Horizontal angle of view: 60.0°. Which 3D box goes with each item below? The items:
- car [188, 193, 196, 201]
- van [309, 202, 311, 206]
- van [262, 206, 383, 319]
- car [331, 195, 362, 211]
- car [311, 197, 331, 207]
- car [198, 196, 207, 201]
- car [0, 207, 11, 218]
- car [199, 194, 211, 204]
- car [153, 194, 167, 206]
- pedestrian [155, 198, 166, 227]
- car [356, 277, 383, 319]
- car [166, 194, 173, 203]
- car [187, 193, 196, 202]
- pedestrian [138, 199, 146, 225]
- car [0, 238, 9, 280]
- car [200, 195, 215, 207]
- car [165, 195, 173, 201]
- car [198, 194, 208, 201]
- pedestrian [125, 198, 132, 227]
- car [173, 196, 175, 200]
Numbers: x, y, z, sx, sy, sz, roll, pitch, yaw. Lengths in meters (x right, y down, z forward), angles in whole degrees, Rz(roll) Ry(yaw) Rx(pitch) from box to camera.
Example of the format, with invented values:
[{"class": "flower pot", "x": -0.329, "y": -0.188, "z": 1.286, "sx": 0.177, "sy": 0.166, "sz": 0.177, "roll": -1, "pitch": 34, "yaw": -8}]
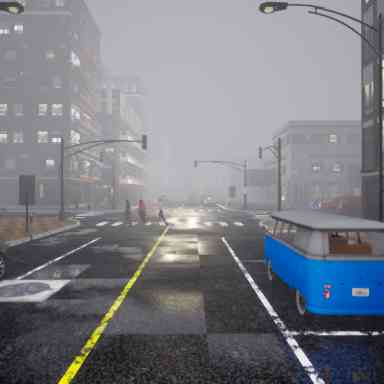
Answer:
[{"class": "car", "x": -0.054, "y": 1.209, "z": 88.711, "sx": 2.150, "sy": 2.045, "sz": 5.566, "roll": 0, "pitch": 0, "yaw": 0}, {"class": "van", "x": 14.877, "y": 1.424, "z": 36.365, "sx": 3.998, "sy": 1.788, "sz": 1.690, "roll": 0, "pitch": 0, "yaw": 0}, {"class": "van", "x": 2.656, "y": 1.342, "z": 7.086, "sx": 1.690, "sy": 1.788, "sz": 3.998, "roll": 0, "pitch": 0, "yaw": 0}, {"class": "car", "x": 14.905, "y": 1.357, "z": 27.986, "sx": 5.009, "sy": 1.841, "sz": 2.192, "roll": 0, "pitch": 0, "yaw": 0}, {"class": "car", "x": 15.471, "y": 1.294, "z": 33.775, "sx": 5.566, "sy": 2.045, "sz": 2.150, "roll": 0, "pitch": 0, "yaw": 0}, {"class": "car", "x": 2.640, "y": 1.638, "z": 85.108, "sx": 2.008, "sy": 1.369, "sz": 4.403, "roll": 0, "pitch": 0, "yaw": 0}, {"class": "car", "x": -17.483, "y": 1.533, "z": 27.886, "sx": 4.206, "sy": 1.307, "sz": 1.802, "roll": 0, "pitch": 0, "yaw": 0}, {"class": "car", "x": 2.651, "y": 1.372, "z": 68.491, "sx": 2.192, "sy": 1.841, "sz": 5.009, "roll": 0, "pitch": 0, "yaw": 0}, {"class": "car", "x": -5.723, "y": 1.566, "z": 57.236, "sx": 1.752, "sy": 1.417, "sz": 4.829, "roll": 0, "pitch": 0, "yaw": 0}, {"class": "pedestrian", "x": -2.047, "y": 1.299, "z": 21.775, "sx": 0.375, "sy": 1.860, "sz": 0.375, "roll": 0, "pitch": 0, "yaw": 0}, {"class": "car", "x": 2.659, "y": 1.582, "z": 1.397, "sx": 1.802, "sy": 1.307, "sz": 4.206, "roll": 0, "pitch": 0, "yaw": 0}, {"class": "car", "x": -5.729, "y": 1.372, "z": 68.485, "sx": 2.192, "sy": 1.841, "sz": 5.009, "roll": 0, "pitch": 0, "yaw": 0}, {"class": "car", "x": -0.048, "y": 1.430, "z": 78.648, "sx": 2.097, "sy": 1.767, "sz": 4.553, "roll": 0, "pitch": 0, "yaw": 0}, {"class": "pedestrian", "x": -3.340, "y": 1.297, "z": 22.381, "sx": 0.375, "sy": 1.860, "sz": 0.375, "roll": 0, "pitch": 0, "yaw": 0}, {"class": "car", "x": -5.692, "y": 1.567, "z": 7.107, "sx": 1.947, "sy": 1.339, "sz": 4.313, "roll": 0, "pitch": 0, "yaw": 0}, {"class": "car", "x": 2.661, "y": 1.559, "z": 52.043, "sx": 1.752, "sy": 1.417, "sz": 4.829, "roll": 0, "pitch": 0, "yaw": 0}, {"class": "car", "x": -5.740, "y": 1.613, "z": 84.933, "sx": 1.752, "sy": 1.417, "sz": 4.829, "roll": 0, "pitch": 0, "yaw": 0}, {"class": "car", "x": 2.654, "y": 1.630, "z": 62.952, "sx": 1.802, "sy": 1.307, "sz": 4.206, "roll": 0, "pitch": 0, "yaw": 0}, {"class": "pedestrian", "x": -4.062, "y": 1.299, "z": 21.183, "sx": 0.375, "sy": 1.860, "sz": 0.375, "roll": 0, "pitch": 0, "yaw": 0}, {"class": "car", "x": -5.737, "y": 1.627, "z": 79.563, "sx": 2.008, "sy": 1.369, "sz": 4.403, "roll": 0, "pitch": 0, "yaw": 0}]
